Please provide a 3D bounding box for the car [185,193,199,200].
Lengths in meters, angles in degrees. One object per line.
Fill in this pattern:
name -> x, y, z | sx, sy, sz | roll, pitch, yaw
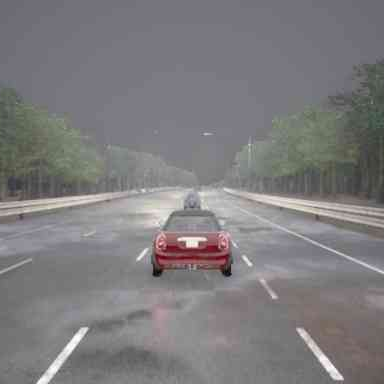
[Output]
car -> 0.025, 1.158, 35.653 | 2.033, 1.411, 5.357 | 0, 1, 0

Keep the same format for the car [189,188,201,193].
car -> 0.136, 0.457, 62.669 | 2.033, 1.411, 5.357 | 0, 2, 1

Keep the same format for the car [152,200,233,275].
car -> 0.007, 1.307, 10.434 | 2.097, 1.767, 4.553 | 0, 0, 0
